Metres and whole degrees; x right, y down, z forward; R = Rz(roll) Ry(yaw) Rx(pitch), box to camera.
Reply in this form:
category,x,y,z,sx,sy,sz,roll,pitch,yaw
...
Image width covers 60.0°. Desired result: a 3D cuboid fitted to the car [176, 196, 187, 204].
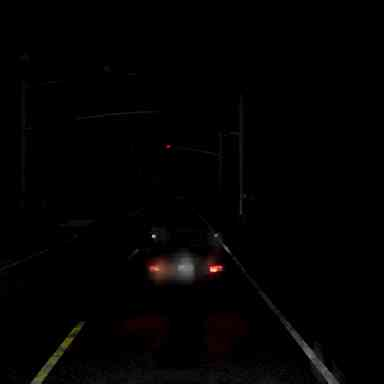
category,x,y,z,sx,sy,sz,roll,pitch,yaw
car,-1.980,1.526,63.454,1.812,1.442,4.674,0,0,-2

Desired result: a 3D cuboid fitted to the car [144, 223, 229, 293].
category,x,y,z,sx,sy,sz,roll,pitch,yaw
car,-0.175,1.547,8.984,2.033,1.411,5.357,0,0,-1
